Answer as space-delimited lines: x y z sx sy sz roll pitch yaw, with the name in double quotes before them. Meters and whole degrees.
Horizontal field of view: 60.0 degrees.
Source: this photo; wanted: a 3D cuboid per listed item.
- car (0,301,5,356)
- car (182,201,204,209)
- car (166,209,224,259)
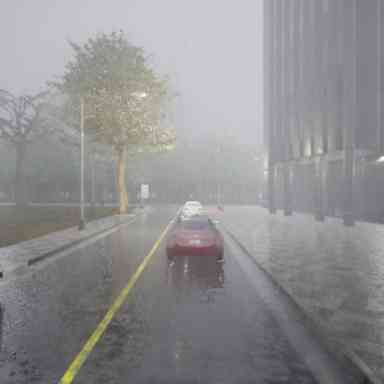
"car" -3.102 1.507 1.941 1.837 1.490 4.892 0 0 0
"car" 0.074 1.546 28.804 1.812 1.442 4.674 0 0 0
"car" 0.094 1.576 12.700 1.994 1.385 4.181 0 0 0
